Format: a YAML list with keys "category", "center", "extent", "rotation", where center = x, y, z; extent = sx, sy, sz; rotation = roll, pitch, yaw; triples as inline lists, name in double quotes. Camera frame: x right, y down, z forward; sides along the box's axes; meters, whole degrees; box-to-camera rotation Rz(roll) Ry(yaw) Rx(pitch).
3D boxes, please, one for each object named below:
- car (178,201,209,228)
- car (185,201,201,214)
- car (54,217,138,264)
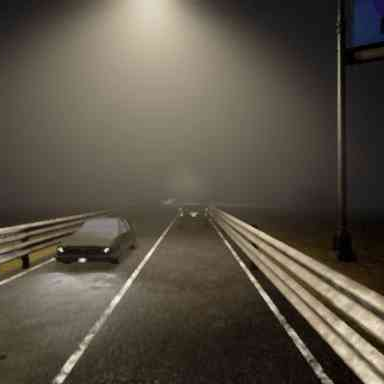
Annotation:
- category: "car"
  center: [0.113, 1.583, 24.097]
  extent: [2.097, 1.767, 4.553]
  rotation: [0, -1, 0]
- category: "car"
  center: [0.123, 1.904, 41.785]
  extent: [1.837, 1.490, 4.892]
  rotation: [0, -1, 0]
- category: "car"
  center: [-3.249, 1.668, 12.535]
  extent: [2.033, 1.411, 5.357]
  rotation: [0, -1, 0]
